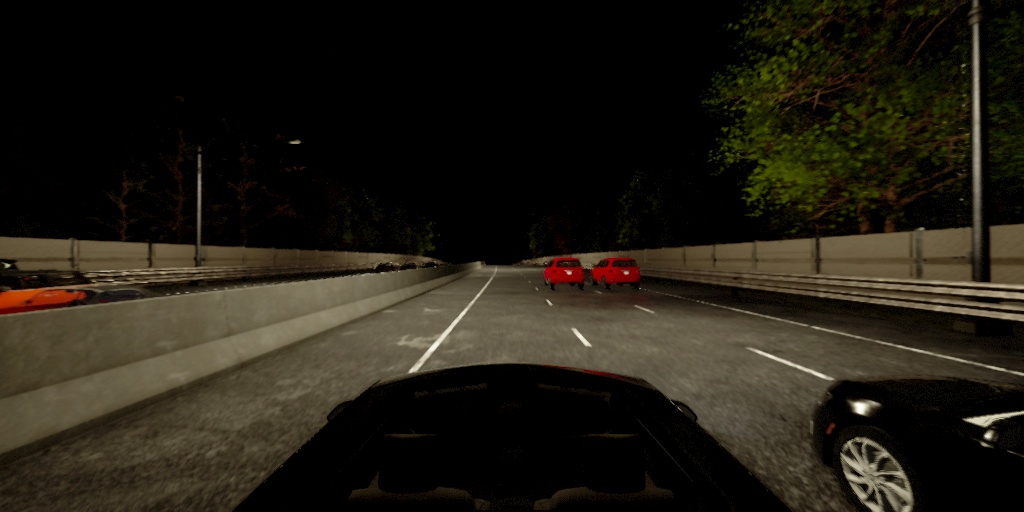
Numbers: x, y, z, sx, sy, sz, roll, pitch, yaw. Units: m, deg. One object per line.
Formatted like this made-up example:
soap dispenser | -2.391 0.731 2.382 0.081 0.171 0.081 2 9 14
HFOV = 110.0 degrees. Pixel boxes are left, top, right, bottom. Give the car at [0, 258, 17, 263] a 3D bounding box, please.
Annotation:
car | -17.611 1.046 9.959 2.150 2.045 5.566 0 0 -1

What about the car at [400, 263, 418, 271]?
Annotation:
car | -14.742 1.718 51.851 1.994 1.385 4.181 0 0 -1

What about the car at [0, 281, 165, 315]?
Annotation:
car | -10.614 1.413 8.751 1.895 1.301 4.718 0 0 0

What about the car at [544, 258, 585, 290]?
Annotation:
car | 3.460 1.154 24.534 2.150 2.045 5.566 0 0 -1

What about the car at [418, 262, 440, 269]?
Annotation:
car | -11.201 1.642 49.738 1.837 1.490 4.892 0 0 -1

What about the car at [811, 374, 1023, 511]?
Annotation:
car | 3.590 1.249 1.195 1.837 1.490 4.892 0 0 0

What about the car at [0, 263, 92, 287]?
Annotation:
car | -14.120 1.173 9.675 2.097 1.767 4.553 0 0 0

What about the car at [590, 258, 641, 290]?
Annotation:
car | 6.960 1.153 24.599 2.150 2.045 5.566 0 0 -1

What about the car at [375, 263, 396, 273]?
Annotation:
car | -18.240 1.718 51.872 1.994 1.385 4.181 0 0 -1
